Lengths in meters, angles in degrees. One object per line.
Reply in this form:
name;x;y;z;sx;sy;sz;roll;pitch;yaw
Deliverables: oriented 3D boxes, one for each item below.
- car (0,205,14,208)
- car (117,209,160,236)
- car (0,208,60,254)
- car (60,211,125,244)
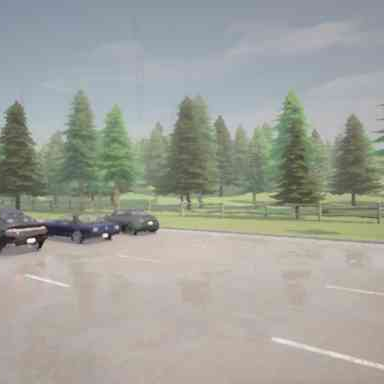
car;-16.143;1.838;28.251;4.181;1.385;1.994;-1;0;36
car;-3.922;1.698;19.553;4.181;1.385;1.994;-1;0;36
car;-7.983;1.627;13.851;4.902;1.511;2.128;-1;0;36
car;-5.796;1.733;16.588;4.718;1.301;1.895;-1;0;35
